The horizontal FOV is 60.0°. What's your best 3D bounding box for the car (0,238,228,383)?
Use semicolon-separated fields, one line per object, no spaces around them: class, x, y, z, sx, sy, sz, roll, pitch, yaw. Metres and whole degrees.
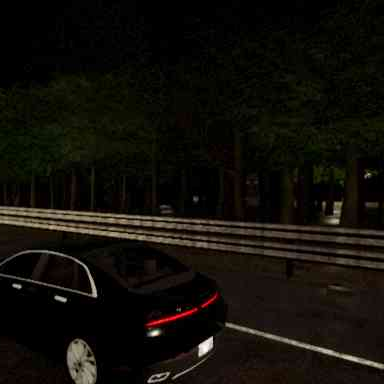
car;-1.816;1.482;5.163;4.892;1.490;1.837;0;0;35
